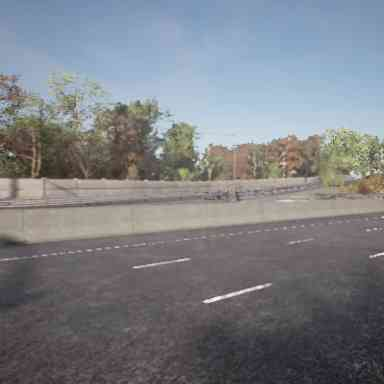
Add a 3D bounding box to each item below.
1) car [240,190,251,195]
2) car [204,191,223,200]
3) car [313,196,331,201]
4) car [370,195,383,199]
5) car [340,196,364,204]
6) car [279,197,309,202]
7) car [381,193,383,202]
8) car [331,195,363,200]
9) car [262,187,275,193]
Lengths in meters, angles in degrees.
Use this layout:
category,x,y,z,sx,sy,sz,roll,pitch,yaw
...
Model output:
category,x,y,z,sx,sy,sz,roll,pitch,yaw
car,10.974,0.324,69.556,2.128,1.511,4.902,0,2,30
car,3.712,0.634,56.278,1.837,1.490,4.892,0,1,28
car,18.327,1.333,45.645,4.892,1.490,1.837,0,0,-38
car,31.492,1.324,56.010,4.902,1.511,2.128,0,0,-38
car,27.603,1.407,57.395,4.718,1.301,1.895,0,0,-38
car,14.409,1.407,47.020,4.718,1.301,1.895,0,0,-38
car,40.393,1.103,67.518,4.553,1.767,2.097,0,0,-38
car,20.375,1.199,42.805,4.553,1.767,2.097,0,0,-38
car,18.943,-0.462,82.788,2.097,1.767,4.553,0,3,32
